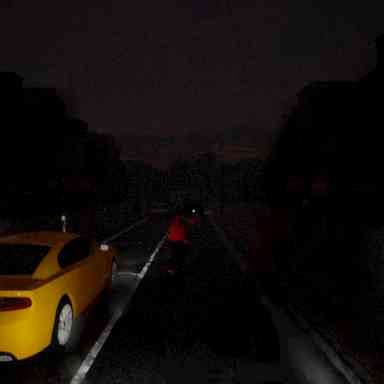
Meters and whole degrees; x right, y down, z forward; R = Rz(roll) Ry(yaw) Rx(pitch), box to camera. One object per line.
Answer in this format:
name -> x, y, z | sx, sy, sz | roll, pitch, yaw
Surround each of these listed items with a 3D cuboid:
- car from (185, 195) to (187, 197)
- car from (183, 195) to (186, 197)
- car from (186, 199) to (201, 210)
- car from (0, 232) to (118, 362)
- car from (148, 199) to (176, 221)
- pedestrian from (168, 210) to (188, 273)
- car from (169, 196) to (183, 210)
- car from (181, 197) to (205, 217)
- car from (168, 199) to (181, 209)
car -> -2.544, 1.857, 71.464 | 1.802, 1.307, 4.206 | -2, 0, 0
car -> -2.570, 1.706, 55.121 | 2.008, 1.369, 4.403 | -2, 0, 0
car -> 0.163, 1.695, 45.355 | 1.895, 1.301, 4.718 | 0, 0, 0
car -> -2.740, 1.471, 6.183 | 1.882, 1.535, 5.008 | 0, 0, 0
car -> -2.612, 1.543, 27.715 | 1.752, 1.417, 4.829 | -1, 0, 0
pedestrian -> -0.367, 1.286, 9.163 | 0.375, 1.860, 0.375 | 1, 1, 0
car -> -2.590, 1.528, 44.228 | 1.967, 1.590, 4.097 | -2, 0, 0
car -> 0.146, 1.532, 32.289 | 1.837, 1.490, 4.892 | 0, -2, 0
car -> -2.575, 1.702, 49.669 | 1.802, 1.307, 4.206 | -1, 0, 0
